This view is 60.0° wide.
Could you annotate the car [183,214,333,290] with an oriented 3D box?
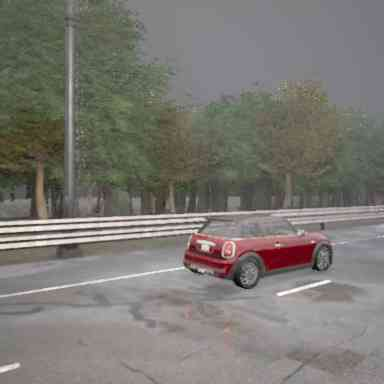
[{"bbox_3d":[2.050,1.424,9.588,4.553,1.767,2.097,0,0,-36],"label":"car"}]
